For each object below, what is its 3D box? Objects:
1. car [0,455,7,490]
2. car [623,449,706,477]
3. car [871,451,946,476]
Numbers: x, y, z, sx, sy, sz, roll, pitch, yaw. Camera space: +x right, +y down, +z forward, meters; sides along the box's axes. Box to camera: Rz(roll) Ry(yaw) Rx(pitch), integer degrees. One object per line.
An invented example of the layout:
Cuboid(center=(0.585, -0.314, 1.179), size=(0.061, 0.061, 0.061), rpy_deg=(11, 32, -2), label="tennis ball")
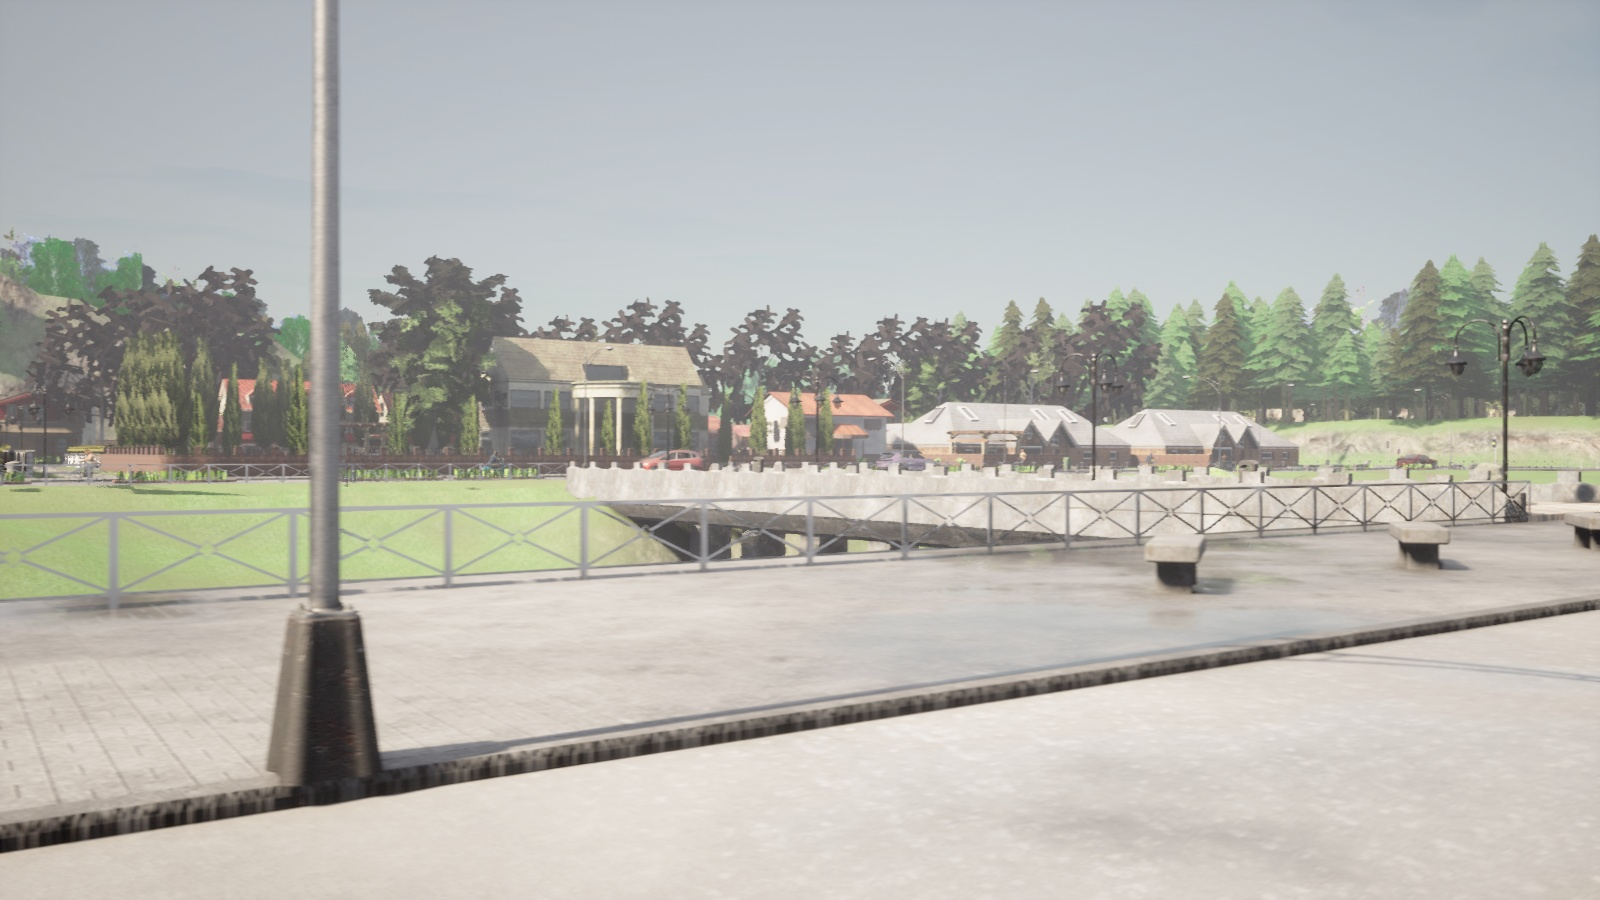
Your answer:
Cuboid(center=(-36.367, 0.968, 54.118), size=(3.633, 1.501, 1.845), rpy_deg=(0, 0, -35), label="car")
Cuboid(center=(-8.447, 0.799, 78.418), size=(4.611, 1.667, 2.242), rpy_deg=(0, 0, -35), label="car")
Cuboid(center=(7.317, 0.866, 84.511), size=(4.856, 1.649, 2.033), rpy_deg=(0, 0, -35), label="car")
